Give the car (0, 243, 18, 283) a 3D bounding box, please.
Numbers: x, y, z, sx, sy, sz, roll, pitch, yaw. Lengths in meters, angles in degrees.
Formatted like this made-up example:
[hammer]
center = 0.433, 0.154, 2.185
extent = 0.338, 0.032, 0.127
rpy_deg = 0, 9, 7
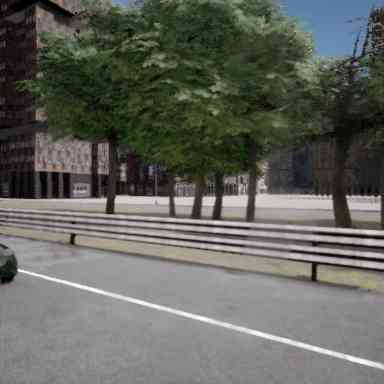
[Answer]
[car]
center = -6.279, 1.560, 8.431
extent = 4.181, 1.385, 1.994
rpy_deg = 0, 0, 35
